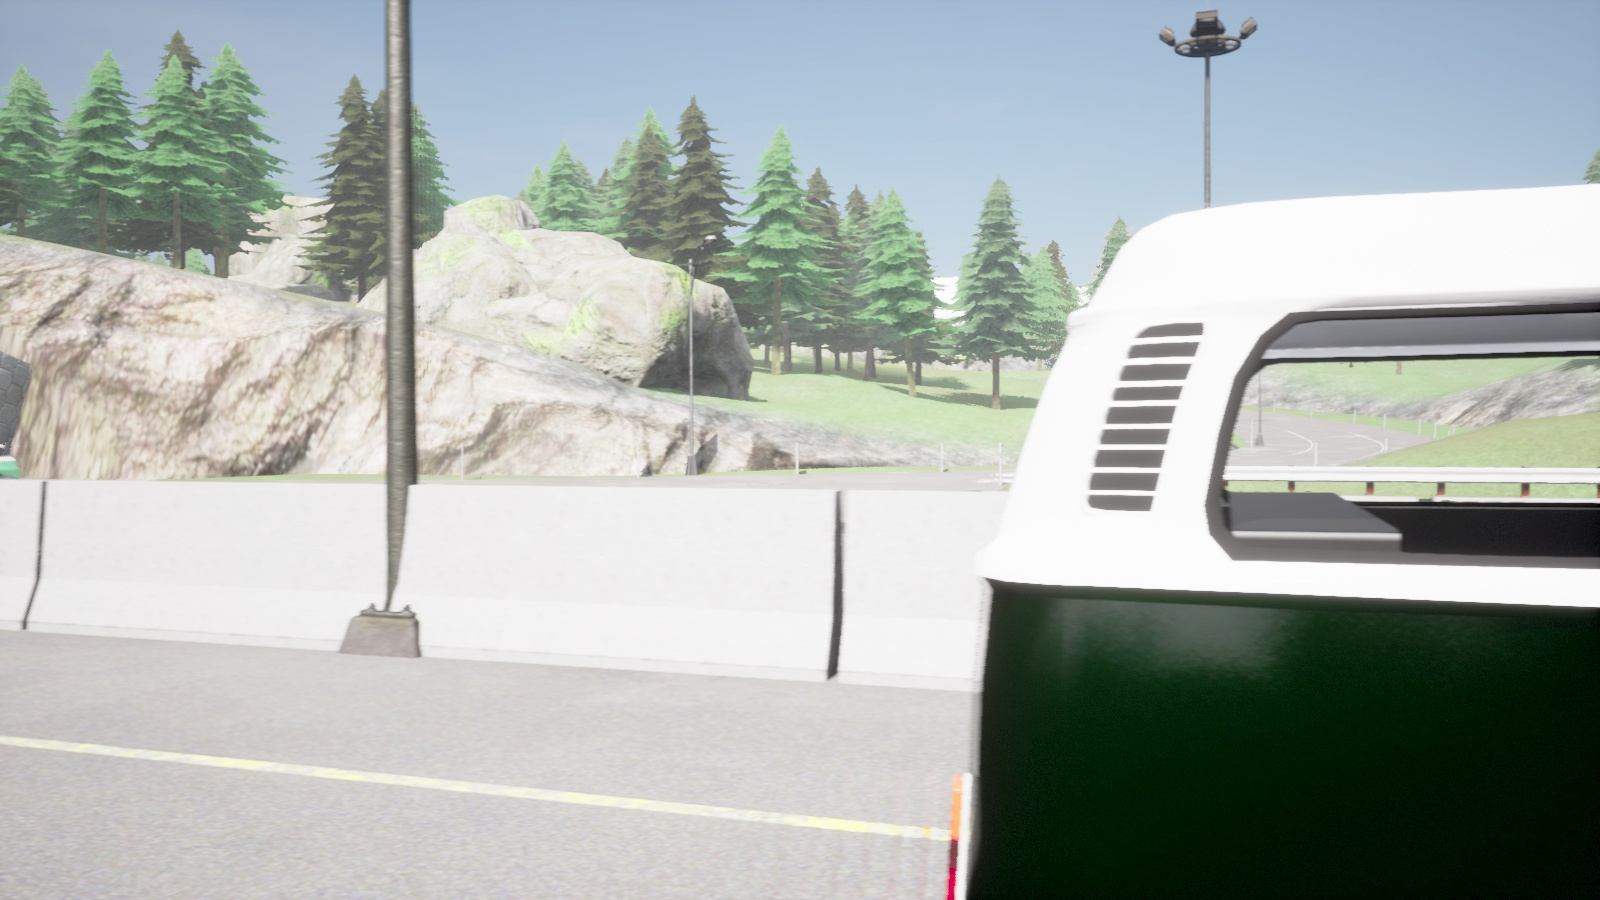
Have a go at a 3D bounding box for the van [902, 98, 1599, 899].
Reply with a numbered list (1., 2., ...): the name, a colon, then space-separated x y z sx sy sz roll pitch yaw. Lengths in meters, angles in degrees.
1. van: 2.621 0.526 2.307 4.480 2.038 2.069 0 1 19

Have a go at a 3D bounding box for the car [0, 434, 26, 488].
1. car: -21.600 0.277 32.616 2.207 1.376 1.481 1 1 19
